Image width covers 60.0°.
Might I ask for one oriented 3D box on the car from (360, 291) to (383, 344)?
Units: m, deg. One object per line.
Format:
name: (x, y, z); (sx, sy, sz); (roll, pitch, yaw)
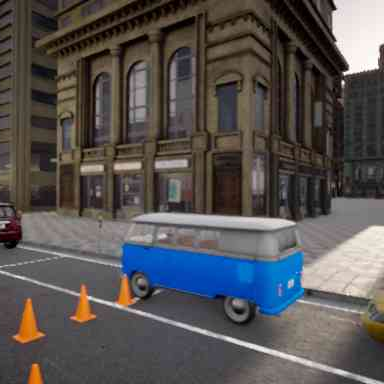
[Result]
car: (4.633, 1.564, 3.753); (4.829, 1.417, 1.752); (0, 0, 36)

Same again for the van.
van: (0.232, 1.374, 6.936); (3.998, 1.788, 1.690); (0, 0, 36)

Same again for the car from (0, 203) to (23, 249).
car: (-8.847, 1.337, 13.499); (5.009, 1.841, 2.192); (0, 0, 36)

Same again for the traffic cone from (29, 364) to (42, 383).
traffic cone: (-1.517, 1.965, 3.217); (0.340, 0.580, 0.340); (0, 0, 36)

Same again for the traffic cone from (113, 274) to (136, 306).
traffic cone: (-1.381, 1.981, 6.821); (0.340, 0.580, 0.340); (0, 0, 36)

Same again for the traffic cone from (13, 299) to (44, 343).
traffic cone: (-2.552, 1.969, 5.200); (0.340, 0.580, 0.340); (0, 0, 36)

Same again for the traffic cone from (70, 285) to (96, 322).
traffic cone: (-1.967, 1.975, 6.010); (0.340, 0.580, 0.340); (0, 0, 36)
